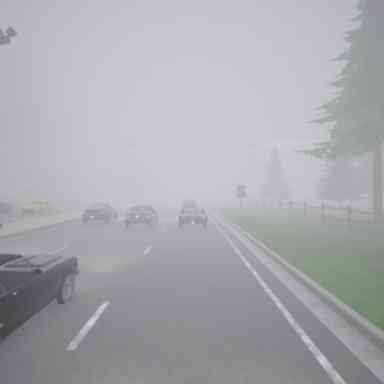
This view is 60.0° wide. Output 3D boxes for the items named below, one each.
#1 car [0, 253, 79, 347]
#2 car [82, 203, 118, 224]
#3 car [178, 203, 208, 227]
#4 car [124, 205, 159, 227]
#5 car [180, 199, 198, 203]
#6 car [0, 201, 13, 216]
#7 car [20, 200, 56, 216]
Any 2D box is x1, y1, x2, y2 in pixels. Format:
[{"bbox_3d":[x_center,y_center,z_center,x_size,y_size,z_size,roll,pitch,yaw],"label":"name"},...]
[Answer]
[{"bbox_3d":[-3.399,1.613,5.220,1.895,1.301,4.718,0,0,0],"label":"car"},{"bbox_3d":[-6.999,1.582,25.520,1.812,1.442,4.674,0,0,-1],"label":"car"},{"bbox_3d":[0.042,1.652,23.126,1.895,1.301,4.718,0,0,-1],"label":"car"},{"bbox_3d":[-3.455,1.599,23.334,2.033,1.411,5.357,0,0,-1],"label":"car"},{"bbox_3d":[-0.360,1.594,41.230,1.837,1.490,4.892,0,0,-1],"label":"car"},{"bbox_3d":[-18.797,1.561,31.232,2.128,1.511,4.902,0,0,-1],"label":"car"},{"bbox_3d":[-15.344,1.551,33.409,1.882,1.535,5.008,0,0,-1],"label":"car"}]
